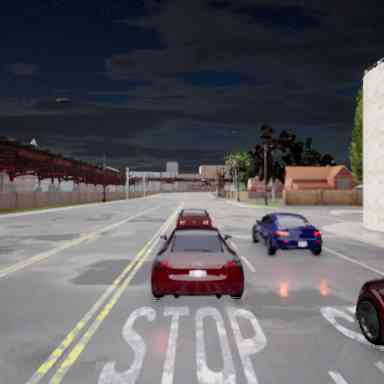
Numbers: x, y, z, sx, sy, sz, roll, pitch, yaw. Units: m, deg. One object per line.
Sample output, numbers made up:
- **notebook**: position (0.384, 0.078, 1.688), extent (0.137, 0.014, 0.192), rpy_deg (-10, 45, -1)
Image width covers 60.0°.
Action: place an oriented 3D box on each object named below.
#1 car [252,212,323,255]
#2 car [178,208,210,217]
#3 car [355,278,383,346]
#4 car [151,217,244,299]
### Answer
- **car**: position (3.607, 1.532, 13.177), extent (1.812, 1.442, 4.674), rpy_deg (0, 0, 0)
- **car**: position (0.113, 1.607, 19.499), extent (1.895, 1.301, 4.718), rpy_deg (0, 0, 0)
- **car**: position (3.591, 1.566, 3.696), extent (1.994, 1.385, 4.181), rpy_deg (0, 0, 1)
- **car**: position (0.106, 1.567, 8.519), extent (1.994, 1.385, 4.181), rpy_deg (0, 0, 0)
